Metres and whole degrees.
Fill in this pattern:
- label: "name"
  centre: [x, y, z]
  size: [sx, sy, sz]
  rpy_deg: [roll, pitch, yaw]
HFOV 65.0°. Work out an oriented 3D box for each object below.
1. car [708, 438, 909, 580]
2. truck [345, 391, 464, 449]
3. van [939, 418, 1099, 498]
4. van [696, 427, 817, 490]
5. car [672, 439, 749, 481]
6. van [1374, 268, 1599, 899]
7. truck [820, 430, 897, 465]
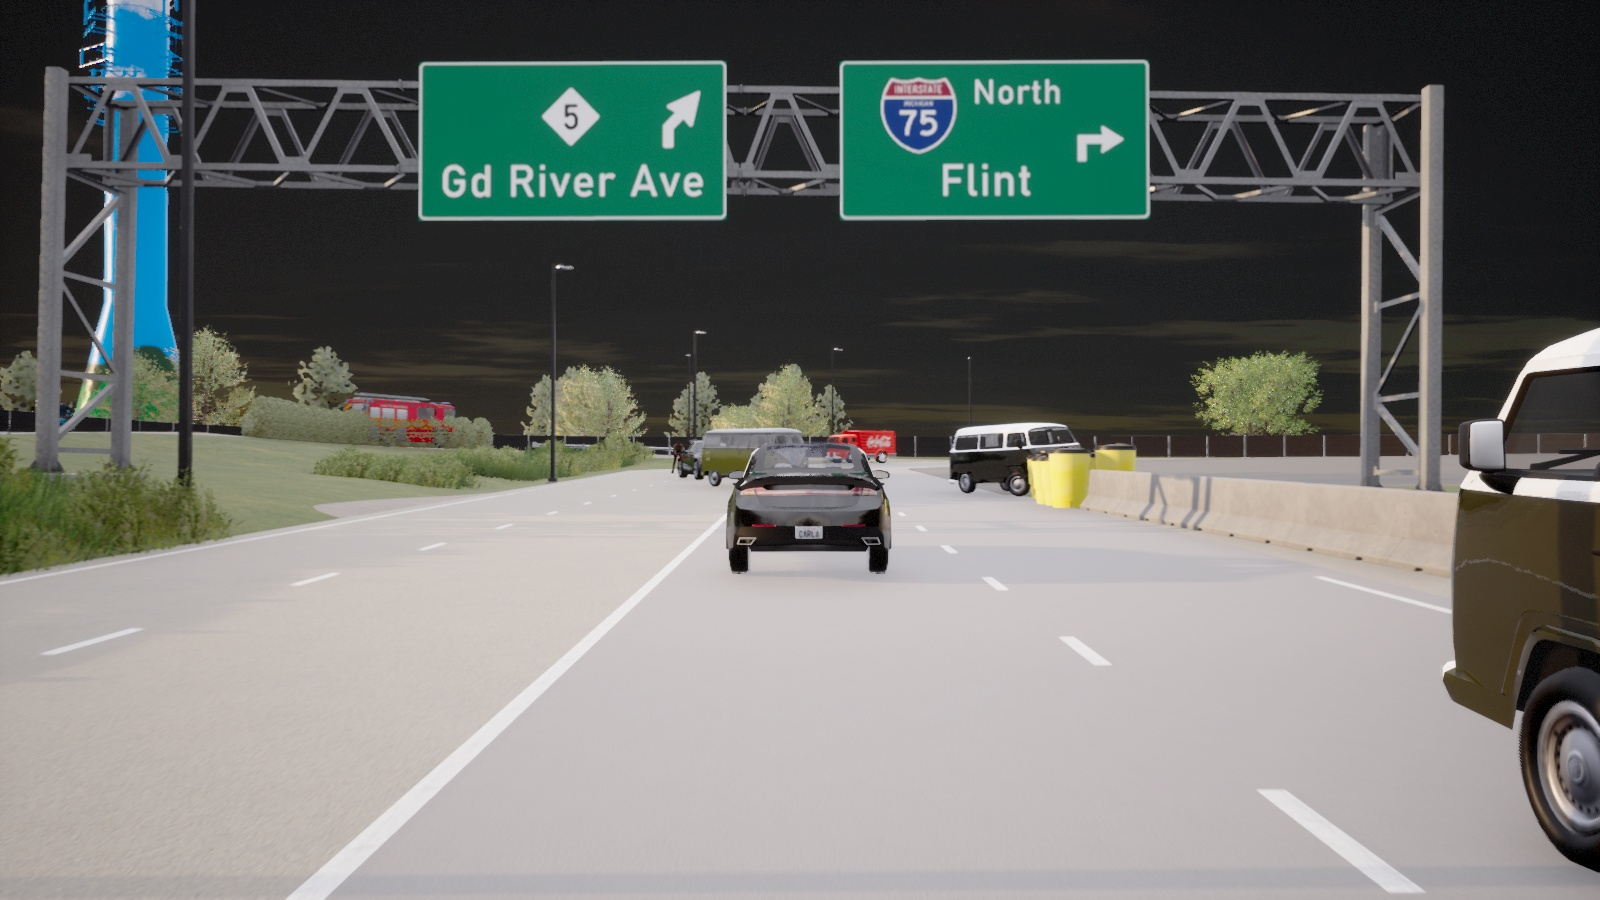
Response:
- label: "car"
  centre: [0.107, 0.613, 15.779]
  size: [2.128, 1.511, 4.902]
  rpy_deg: [0, 0, 0]
- label: "truck"
  centre: [-29.525, -2.147, 94.130]
  size: [2.891, 3.827, 8.468]
  rpy_deg: [0, -2, 34]
- label: "van"
  centre: [6.176, 0.265, 35.946]
  size: [2.069, 2.038, 4.480]
  rpy_deg: [-4, 0, -28]
- label: "van"
  centre: [-1.509, 0.257, 41.950]
  size: [1.775, 1.987, 4.442]
  rpy_deg: [0, 0, -38]
- label: "car"
  centre: [-3.749, 0.368, 51.798]
  size: [2.033, 1.649, 4.856]
  rpy_deg: [0, 0, -18]
- label: "van"
  centre: [3.534, 0.456, 3.240]
  size: [2.069, 2.038, 4.480]
  rpy_deg: [0, 0, 0]
- label: "truck"
  centre: [4.368, -0.207, 93.535]
  size: [5.204, 2.467, 2.627]
  rpy_deg: [-1, 1, -35]
